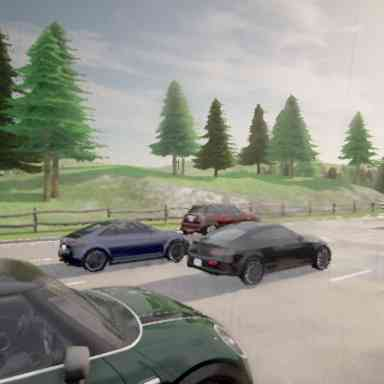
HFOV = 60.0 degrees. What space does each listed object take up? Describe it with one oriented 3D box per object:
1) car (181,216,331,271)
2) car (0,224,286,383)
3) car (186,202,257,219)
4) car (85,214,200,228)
[{"bbox_3d":[2.017,1.564,9.485,4.674,1.442,1.812,0,0,-35],"label":"car"},{"bbox_3d":[-1.631,1.352,2.587,4.553,1.767,2.097,0,0,-35],"label":"car"},{"bbox_3d":[1.690,1.415,17.850,4.553,1.767,2.097,0,0,-35],"label":"car"},{"bbox_3d":[-2.093,1.589,10.856,4.181,1.385,1.994,0,0,-35],"label":"car"}]
